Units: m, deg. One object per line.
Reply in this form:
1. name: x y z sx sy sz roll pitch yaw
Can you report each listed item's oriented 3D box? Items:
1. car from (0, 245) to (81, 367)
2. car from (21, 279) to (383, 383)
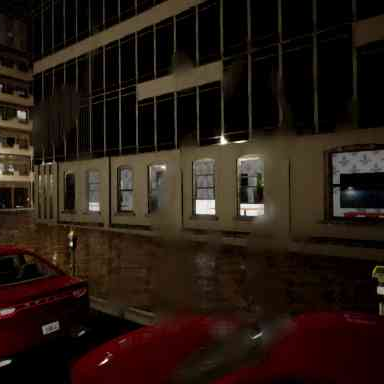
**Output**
1. car: -3.561 1.546 5.414 4.507 1.381 1.887 0 -1 35
2. car: 1.016 1.545 2.158 4.507 1.381 1.887 0 -1 35
